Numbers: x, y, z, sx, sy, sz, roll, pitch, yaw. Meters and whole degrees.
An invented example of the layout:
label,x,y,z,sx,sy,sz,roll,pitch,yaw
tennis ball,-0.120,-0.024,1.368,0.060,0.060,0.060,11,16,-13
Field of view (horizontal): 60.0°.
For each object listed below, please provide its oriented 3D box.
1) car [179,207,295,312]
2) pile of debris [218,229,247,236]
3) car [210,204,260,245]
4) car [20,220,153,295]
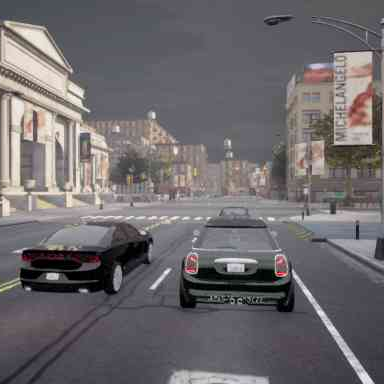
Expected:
label,x,y,z,sx,sy,sz,roll,pitch,yaw
car,1.023,1.352,7.956,2.097,1.767,4.553,0,0,7
pile of debris,2.221,2.175,18.040,1.500,0.140,1.860,0,0,8
car,2.163,1.489,16.803,2.128,1.511,4.902,0,0,8
car,-2.395,1.478,8.877,1.882,1.535,5.008,0,0,7
